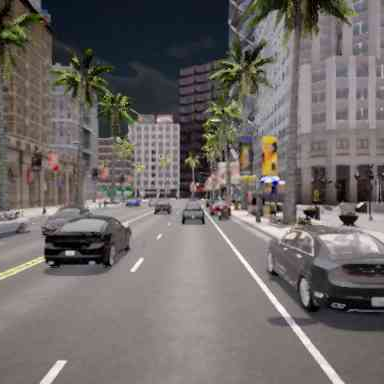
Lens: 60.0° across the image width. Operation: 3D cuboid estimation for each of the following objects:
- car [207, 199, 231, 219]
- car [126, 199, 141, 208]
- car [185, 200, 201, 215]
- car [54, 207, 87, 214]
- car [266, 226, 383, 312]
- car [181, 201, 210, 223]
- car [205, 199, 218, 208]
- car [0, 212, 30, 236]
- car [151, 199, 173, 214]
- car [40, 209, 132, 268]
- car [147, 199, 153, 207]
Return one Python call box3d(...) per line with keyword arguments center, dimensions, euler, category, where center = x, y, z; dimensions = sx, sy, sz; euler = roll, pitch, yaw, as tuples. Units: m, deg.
box3d(center=(3.101, 1.658, 37.231), dimensions=(2.185, 1.767, 4.553), euler=(0, 0, 0), category="car")
box3d(center=(-10.325, 1.956, 58.762), dimensions=(1.882, 1.535, 5.008), euler=(0, 0, 1), category="car")
box3d(center=(0.119, 1.833, 40.080), dimensions=(1.837, 1.490, 4.892), euler=(0, 0, 0), category="car")
box3d(center=(-7.099, 1.664, 19.500), dimensions=(1.837, 1.490, 4.892), euler=(0, 0, 0), category="car")
box3d(center=(3.087, 1.546, 7.856), dimensions=(2.231, 1.521, 4.892), euler=(0, 0, 0), category="car")
box3d(center=(0.103, 1.716, 27.446), dimensions=(2.128, 1.511, 4.902), euler=(0, 0, 0), category="car")
box3d(center=(3.412, 1.995, 59.158), dimensions=(2.161, 1.482, 4.786), euler=(0, 0, 0), category="car")
box3d(center=(-10.599, 1.745, 17.567), dimensions=(1.895, 1.301, 4.718), euler=(0, 0, 0), category="car")
box3d(center=(-3.382, 1.832, 40.012), dimensions=(1.837, 1.490, 4.892), euler=(0, 0, 0), category="car")
box3d(center=(-3.400, 1.574, 11.753), dimensions=(1.882, 1.535, 5.008), euler=(0, 0, 0), category="car")
box3d(center=(-6.817, 1.979, 59.839), dimensions=(2.128, 1.511, 4.902), euler=(0, 0, 1), category="car")
